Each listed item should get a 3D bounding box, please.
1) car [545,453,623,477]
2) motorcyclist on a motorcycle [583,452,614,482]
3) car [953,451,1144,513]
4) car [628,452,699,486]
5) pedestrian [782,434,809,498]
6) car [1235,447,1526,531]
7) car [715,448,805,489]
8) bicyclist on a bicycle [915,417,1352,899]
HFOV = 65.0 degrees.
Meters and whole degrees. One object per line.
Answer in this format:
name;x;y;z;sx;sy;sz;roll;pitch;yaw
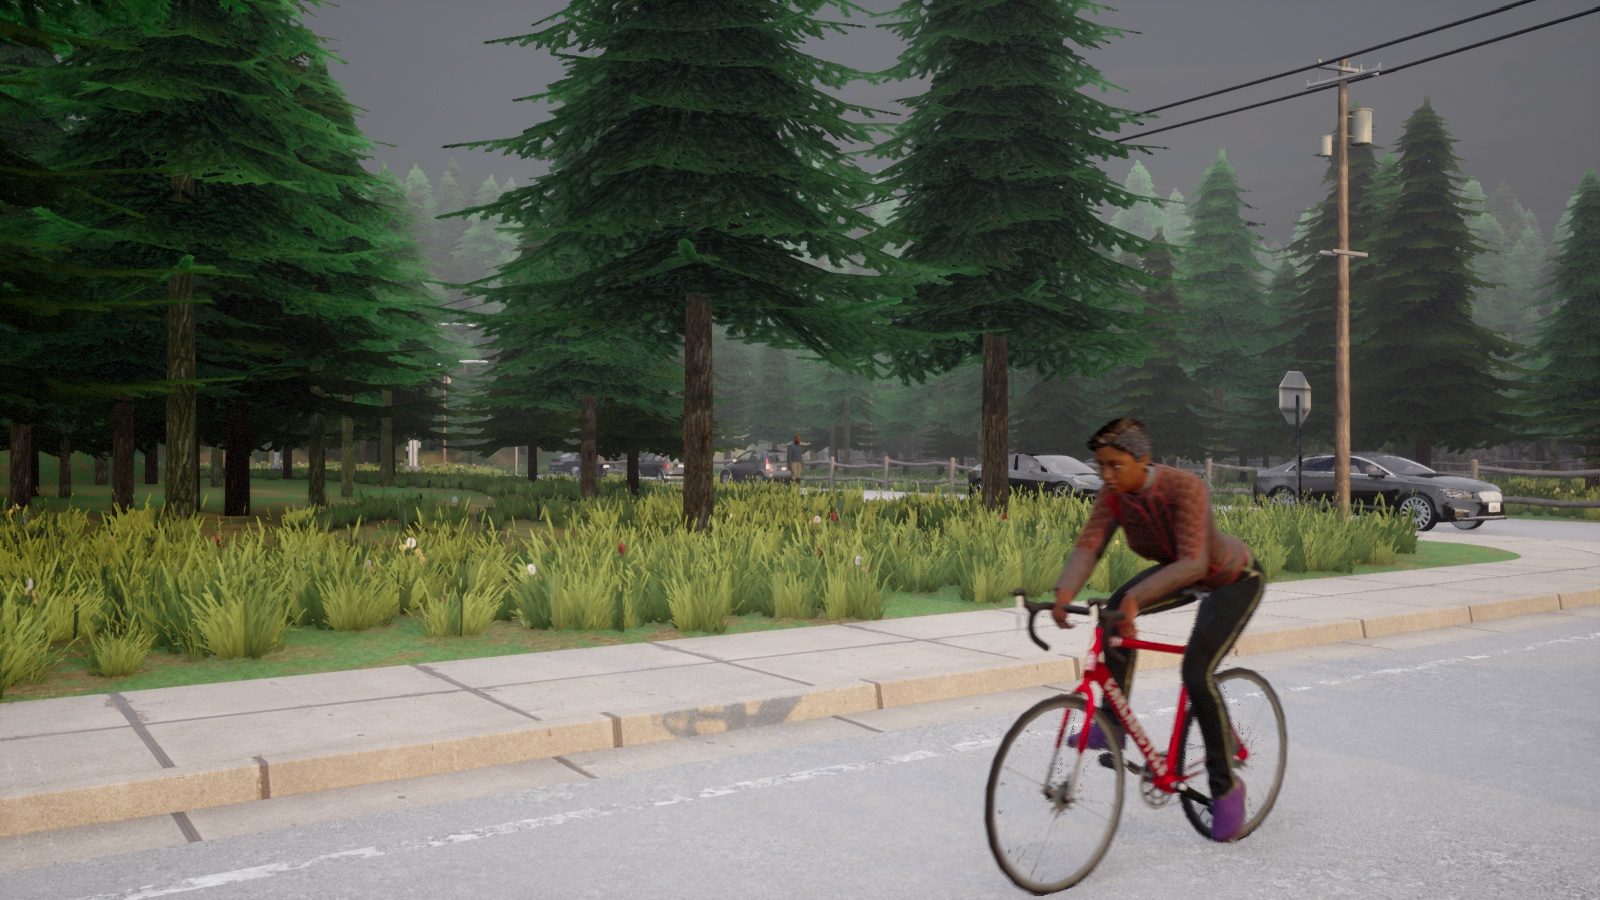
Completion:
car;-13.980;0.979;81.452;1.837;1.490;4.892;-1;0;42
motorcyclist on a motorcycle;-10.341;0.880;64.410;0.797;1.523;2.044;0;0;-35
car;6.418;0.777;32.963;2.163;1.488;4.792;0;0;-33
car;-6.387;0.853;58.522;1.789;1.549;3.705;0;0;-34
pedestrian;-0.129;0.458;36.135;0.370;1.835;0.726;0;0;-40
car;11.409;0.703;25.054;2.128;1.511;4.902;0;0;-32
car;-1.681;0.746;51.447;1.851;1.617;3.988;0;0;-34
bicyclist on a bicycle;1.246;0.706;4.531;1.656;1.620;0.582;0;0;-35
